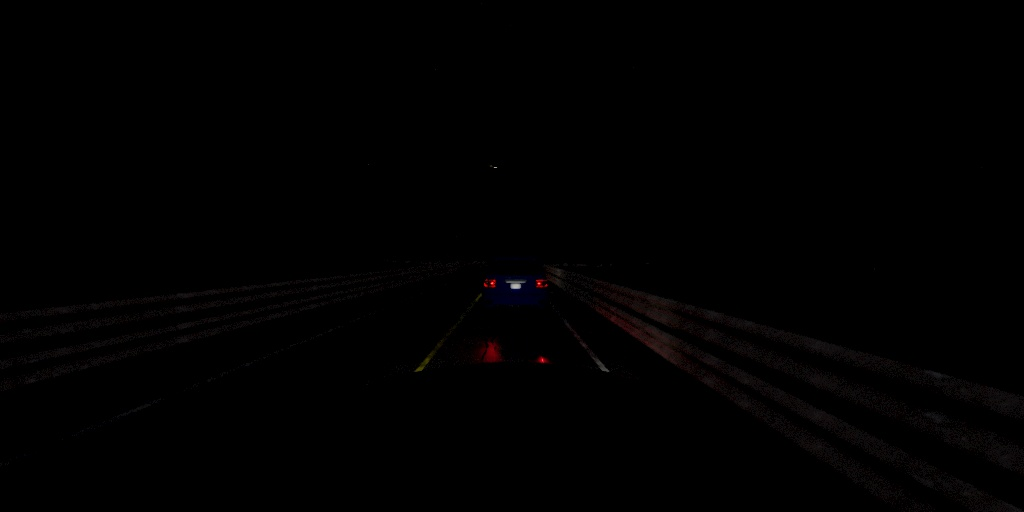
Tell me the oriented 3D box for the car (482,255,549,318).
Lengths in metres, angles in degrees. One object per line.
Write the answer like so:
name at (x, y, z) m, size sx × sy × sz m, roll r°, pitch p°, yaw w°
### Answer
car at (0.112, 0.995, 13.282) m, size 2.150 × 2.045 × 5.566 m, roll 0°, pitch 0°, yaw 0°
